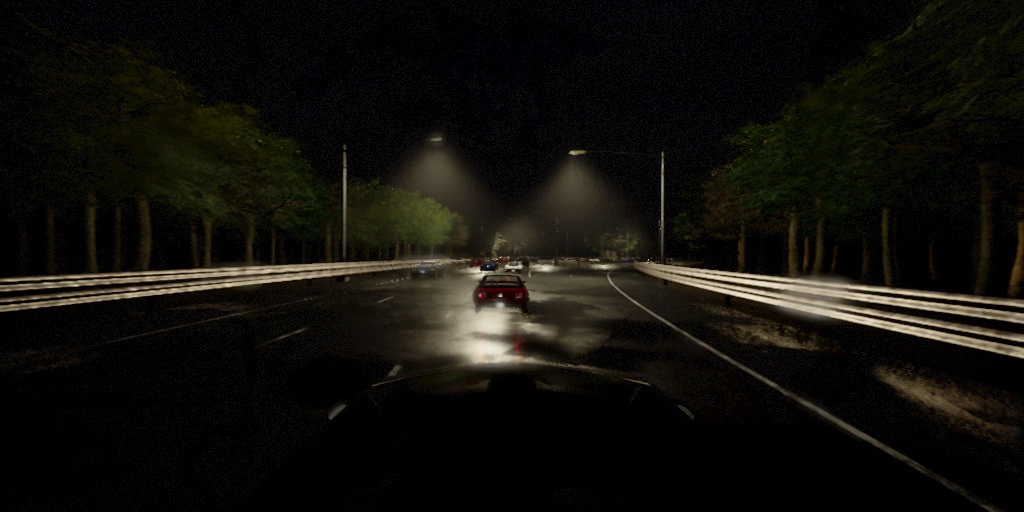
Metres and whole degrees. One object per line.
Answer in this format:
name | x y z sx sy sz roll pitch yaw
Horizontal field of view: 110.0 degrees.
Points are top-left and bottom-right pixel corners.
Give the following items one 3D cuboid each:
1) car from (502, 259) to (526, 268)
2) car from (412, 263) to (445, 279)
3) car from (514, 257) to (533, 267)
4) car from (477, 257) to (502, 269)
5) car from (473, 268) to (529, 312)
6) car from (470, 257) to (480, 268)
car | 0.278 1.287 41.240 1.895 1.301 4.718 0 0 3
car | -7.102 1.243 30.868 1.994 1.385 4.181 0 0 2
car | 1.995 1.000 62.642 2.097 1.767 4.553 0 0 6
car | -2.846 1.232 46.284 1.994 1.385 4.181 0 0 4
car | -0.384 1.343 14.128 1.895 1.301 4.718 0 0 0
car | -5.397 0.983 58.428 2.097 1.767 4.553 0 0 6
